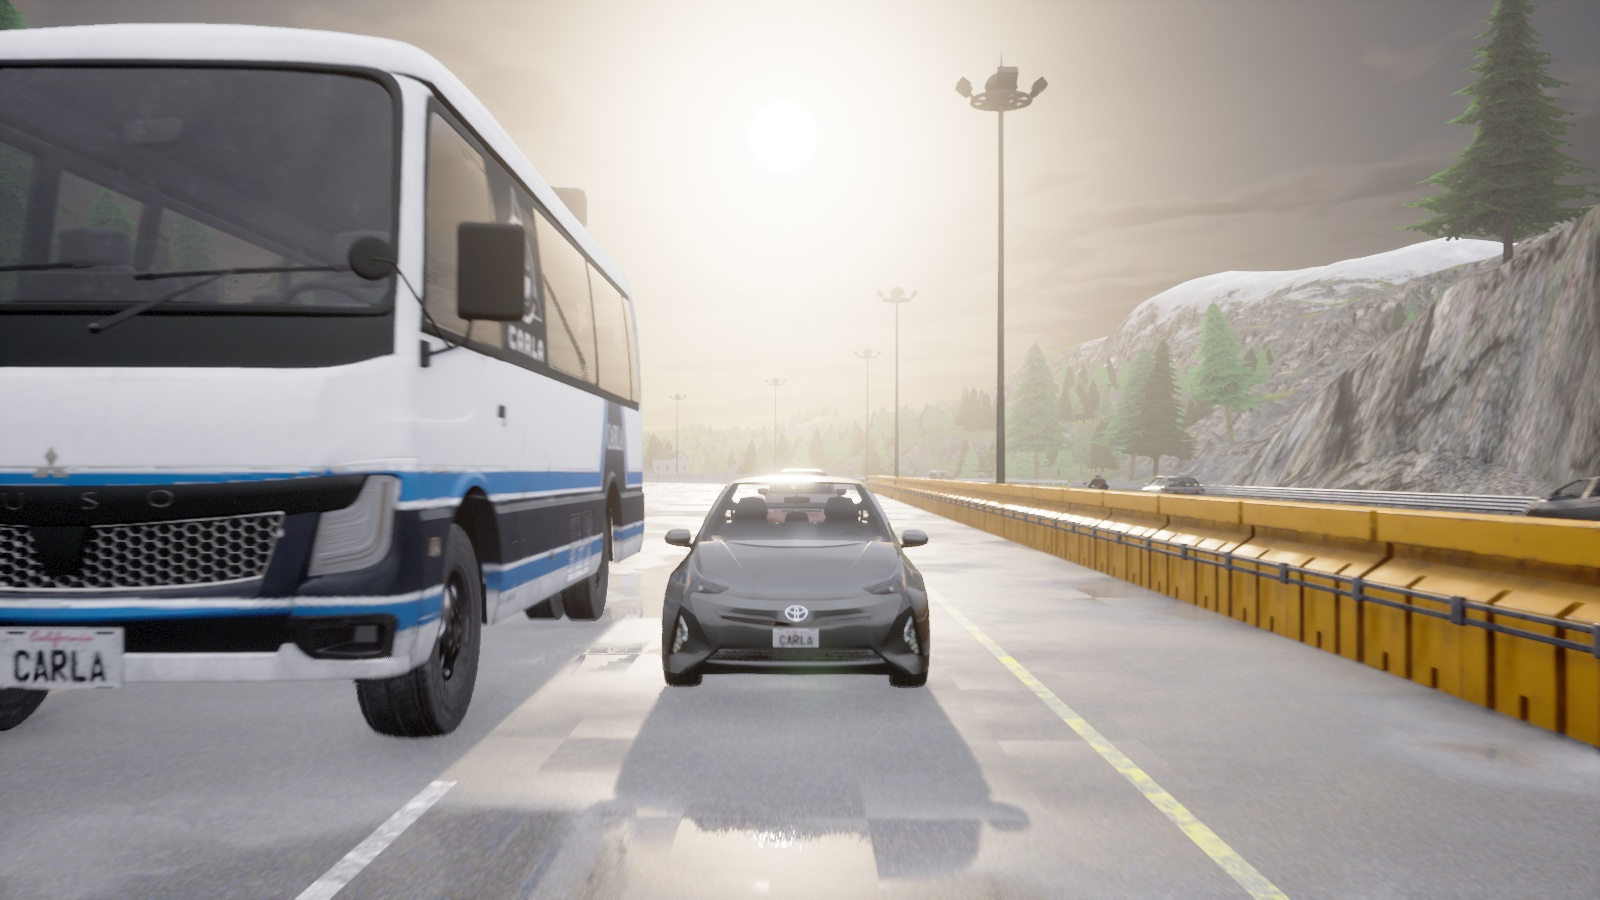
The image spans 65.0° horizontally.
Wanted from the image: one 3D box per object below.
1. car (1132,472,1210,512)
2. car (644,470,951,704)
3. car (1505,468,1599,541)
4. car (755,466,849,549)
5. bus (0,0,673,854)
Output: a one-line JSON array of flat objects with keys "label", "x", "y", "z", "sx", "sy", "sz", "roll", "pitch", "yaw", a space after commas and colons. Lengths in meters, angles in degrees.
[{"label": "car", "x": 14.289, "y": 1.584, "z": 48.566, "sx": 1.816, "sy": 1.474, "sz": 4.193, "roll": 0, "pitch": -1, "yaw": 1}, {"label": "car", "x": -0.022, "y": 0.938, "z": 10.506, "sx": 2.007, "sy": 1.525, "sz": 4.514, "roll": 0, "pitch": -1, "yaw": 0}, {"label": "car", "x": 17.563, "y": 1.147, "z": 27.245, "sx": 2.007, "sy": 1.525, "sz": 4.514, "roll": 0, "pitch": -1, "yaw": 1}, {"label": "car", "x": 0.059, "y": 1.159, "z": 26.673, "sx": 1.851, "sy": 1.617, "sz": 3.988, "roll": 0, "pitch": -1, "yaw": 1}, {"label": "bus", "x": -3.537, "y": -0.375, "z": 10.346, "sx": 3.944, "sy": 4.253, "sz": 10.273, "roll": 0, "pitch": -1, "yaw": 0}]
